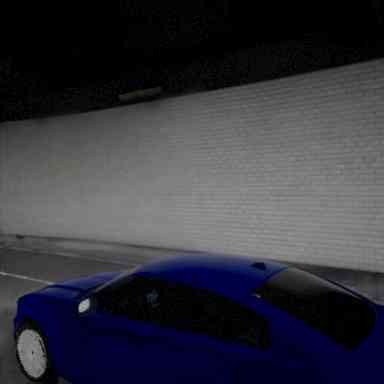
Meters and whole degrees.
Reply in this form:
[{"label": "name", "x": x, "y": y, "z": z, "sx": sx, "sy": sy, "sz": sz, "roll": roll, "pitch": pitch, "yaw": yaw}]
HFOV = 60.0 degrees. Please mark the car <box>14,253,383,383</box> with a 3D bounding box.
[{"label": "car", "x": -0.022, "y": 1.462, "z": 3.748, "sx": 5.008, "sy": 1.535, "sz": 1.882, "roll": 0, "pitch": 0, "yaw": 34}]
